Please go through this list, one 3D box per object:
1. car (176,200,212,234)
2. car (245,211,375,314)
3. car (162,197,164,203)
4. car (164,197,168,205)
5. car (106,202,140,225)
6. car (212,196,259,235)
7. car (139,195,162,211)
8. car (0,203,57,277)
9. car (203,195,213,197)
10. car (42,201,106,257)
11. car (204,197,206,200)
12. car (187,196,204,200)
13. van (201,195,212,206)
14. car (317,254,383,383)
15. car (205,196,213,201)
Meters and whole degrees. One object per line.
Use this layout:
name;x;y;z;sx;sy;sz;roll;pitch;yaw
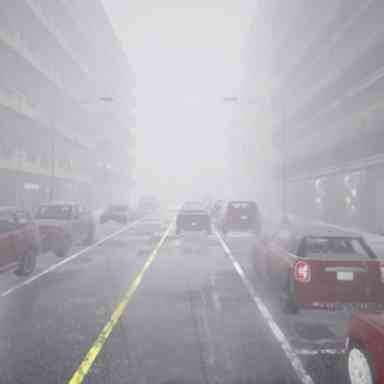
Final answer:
car;0.082;1.482;19.309;1.882;1.535;5.008;0;0;0
car;2.587;1.441;7.553;1.967;1.590;4.097;1;0;0
car;-5.341;1.591;46.320;1.887;1.381;4.507;1;0;0
car;-5.358;1.677;62.914;1.802;1.307;4.206;1;0;0
car;-5.320;1.575;24.199;1.947;1.339;4.313;1;0;0
car;2.537;1.319;18.615;2.192;1.841;5.009;1;0;0
car;-5.330;1.349;40.789;2.192;1.841;5.009;1;0;0
car;-5.298;1.316;7.606;2.192;1.841;5.009;1;0;0
car;2.505;1.376;51.804;2.192;1.841;5.009;1;0;0
car;-5.303;1.317;13.136;2.192;1.841;5.009;1;0;0
car;2.510;1.616;40.741;1.802;1.307;4.206;1;0;0
car;0.069;1.505;37.390;1.882;1.535;5.008;0;0;0
van;2.499;1.418;57.336;1.690;1.788;3.998;1;0;0
car;2.582;1.545;2.021;1.887;1.381;4.507;1;0;0
car;2.524;1.456;29.678;1.967;1.590;4.097;1;0;0
